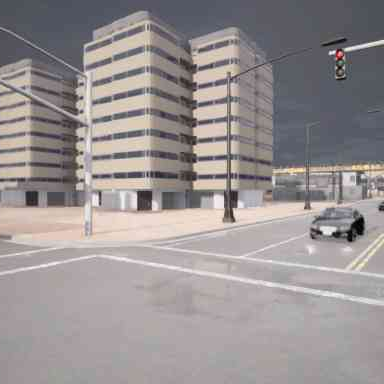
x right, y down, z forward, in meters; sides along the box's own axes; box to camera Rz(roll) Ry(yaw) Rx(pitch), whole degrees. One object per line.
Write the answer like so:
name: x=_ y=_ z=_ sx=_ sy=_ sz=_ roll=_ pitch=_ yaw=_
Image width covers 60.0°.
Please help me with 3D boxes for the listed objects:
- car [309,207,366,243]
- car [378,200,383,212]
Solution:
car: x=7.231 y=1.498 z=16.306 sx=2.128 sy=1.511 sz=4.902 roll=0 pitch=0 yaw=35
car: x=22.099 y=1.590 z=37.328 sx=1.895 sy=1.301 sz=4.718 roll=0 pitch=0 yaw=35
